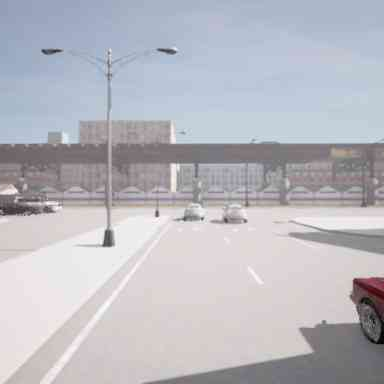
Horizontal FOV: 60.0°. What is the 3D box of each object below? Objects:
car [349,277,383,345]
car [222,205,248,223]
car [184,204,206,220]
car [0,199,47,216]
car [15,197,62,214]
[{"bbox_3d":[3.601,1.637,3.542,1.895,1.301,4.718,0,-1,0],"label":"car"},{"bbox_3d":[3.603,1.807,28.365,1.812,1.442,4.674,0,-1,1],"label":"car"},{"bbox_3d":[0.296,1.840,31.719,1.812,1.442,4.674,0,0,4],"label":"car"},{"bbox_3d":[-19.259,1.872,37.101,4.892,1.490,1.837,0,-1,0],"label":"car"},{"bbox_3d":[-18.937,1.625,40.612,5.566,2.045,2.150,0,-1,0],"label":"car"}]
